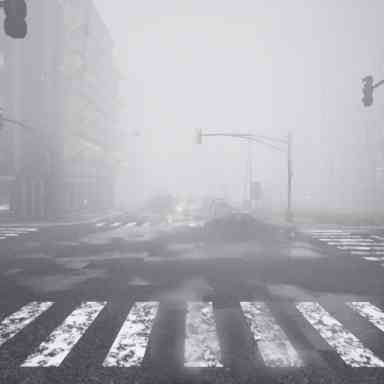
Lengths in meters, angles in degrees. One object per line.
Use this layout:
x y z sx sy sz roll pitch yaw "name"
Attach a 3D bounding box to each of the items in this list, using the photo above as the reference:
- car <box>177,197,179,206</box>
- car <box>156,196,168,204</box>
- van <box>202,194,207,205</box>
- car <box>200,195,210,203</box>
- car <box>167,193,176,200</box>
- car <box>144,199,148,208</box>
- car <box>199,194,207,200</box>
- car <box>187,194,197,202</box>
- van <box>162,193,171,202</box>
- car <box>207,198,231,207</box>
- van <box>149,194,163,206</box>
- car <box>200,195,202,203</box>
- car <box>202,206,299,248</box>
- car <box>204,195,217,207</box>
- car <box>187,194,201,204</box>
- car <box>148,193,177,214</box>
-3.037 1.421 53.416 1.882 1.535 5.008 0 0 0 "car"
-5.646 1.470 63.800 1.887 1.381 4.507 -1 0 0 "car"
2.684 1.295 46.889 1.690 1.788 3.998 -1 0 0 "van"
2.711 1.353 69.472 1.967 1.590 4.097 -1 0 0 "car"
-5.625 1.173 92.032 2.192 1.841 5.009 -1 0 0 "car"
-5.660 1.520 46.863 1.947 1.339 4.313 -1 0 0 "car"
2.756 1.313 86.409 1.967 1.590 4.097 -1 0 0 "car"
0.090 1.264 70.979 2.097 1.767 4.553 0 0 0 "car"
-5.639 1.242 75.094 1.690 1.788 3.998 -1 0 0 "van"
2.673 1.522 29.951 1.887 1.381 4.507 -1 0 0 "car"
-5.659 1.286 52.508 1.690 1.788 3.998 -1 0 0 "van"
2.692 1.490 52.535 1.887 1.381 4.507 -1 0 0 "car"
2.504 1.556 14.756 4.181 1.385 1.994 0 0 37 "car"
2.676 1.410 35.597 1.967 1.590 4.097 -1 0 0 "car"
0.153 1.479 60.352 2.033 1.411 5.357 0 0 0 "car"
-3.068 1.192 35.838 2.150 2.045 5.566 0 0 0 "car"
